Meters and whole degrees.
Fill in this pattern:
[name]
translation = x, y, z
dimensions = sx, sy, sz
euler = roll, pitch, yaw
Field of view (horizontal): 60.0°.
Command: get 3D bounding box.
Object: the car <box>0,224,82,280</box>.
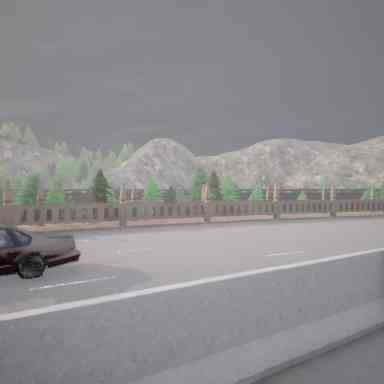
[car]
translation = -5.679, 1.547, 8.429
dimensions = 5.357, 1.411, 2.033
euler = 0, 0, -35
